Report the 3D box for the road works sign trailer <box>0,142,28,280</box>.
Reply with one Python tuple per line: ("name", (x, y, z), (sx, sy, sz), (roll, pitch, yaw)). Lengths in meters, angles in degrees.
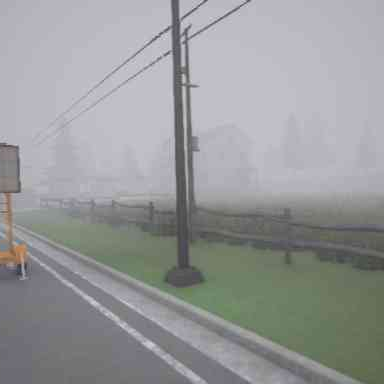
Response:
("road works sign trailer", (-5.908, 0.455, 8.851), (2.380, 3.560, 2.880), (-3, 1, -36))
